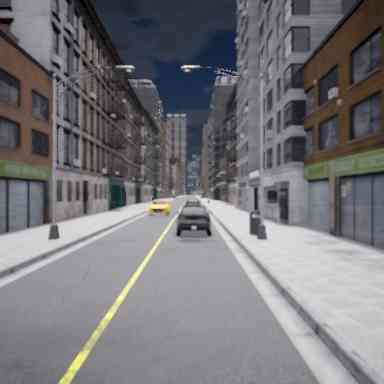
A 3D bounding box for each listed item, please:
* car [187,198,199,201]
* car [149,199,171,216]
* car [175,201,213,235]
[{"bbox_3d":[0.101,1.490,39.363,2.128,1.511,4.902,0,0,0],"label":"car"},{"bbox_3d":[-3.094,1.473,32.730,1.882,1.535,5.008,0,0,0],"label":"car"},{"bbox_3d":[0.098,1.500,18.944,1.837,1.490,4.892,0,1,0],"label":"car"}]
